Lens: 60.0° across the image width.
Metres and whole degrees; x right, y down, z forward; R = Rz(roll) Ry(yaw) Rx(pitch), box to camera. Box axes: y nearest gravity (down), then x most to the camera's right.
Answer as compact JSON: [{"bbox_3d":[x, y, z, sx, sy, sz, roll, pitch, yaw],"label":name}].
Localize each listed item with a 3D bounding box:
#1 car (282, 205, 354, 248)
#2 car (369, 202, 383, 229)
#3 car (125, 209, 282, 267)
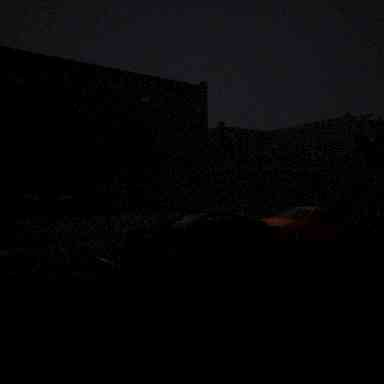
[{"bbox_3d":[4.822,1.350,14.112,5.008,1.535,2.097,0,0,-33],"label":"car"},{"bbox_3d":[12.861,1.160,19.864,5.566,2.045,2.435,0,0,-35],"label":"car"},{"bbox_3d":[0.310,1.348,10.883,5.008,1.535,2.097,0,0,-33],"label":"car"}]
